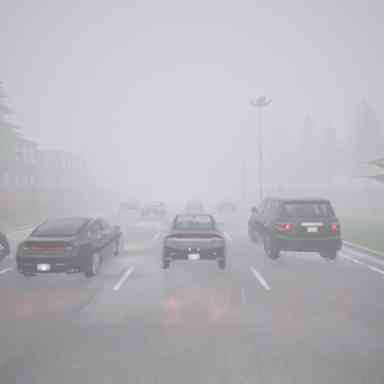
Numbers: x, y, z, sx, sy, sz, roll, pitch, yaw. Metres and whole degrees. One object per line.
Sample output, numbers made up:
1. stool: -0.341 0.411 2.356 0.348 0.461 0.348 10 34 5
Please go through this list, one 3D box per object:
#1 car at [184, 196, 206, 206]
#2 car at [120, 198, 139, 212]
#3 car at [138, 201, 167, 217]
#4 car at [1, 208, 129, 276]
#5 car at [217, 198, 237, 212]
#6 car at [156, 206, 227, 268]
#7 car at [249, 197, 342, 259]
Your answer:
1. car: 0.278 1.443 36.942 1.994 1.385 4.181 0 0 0
2. car: -6.719 1.406 36.548 1.812 1.442 4.674 0 0 0
3. car: -3.257 1.504 29.684 1.895 1.301 4.718 0 0 1
4. car: -3.435 1.473 10.166 1.837 1.490 4.892 0 1 0
5. car: 3.782 1.406 36.552 1.812 1.442 4.674 0 0 0
6. car: 0.069 1.457 11.088 2.128 1.511 4.902 0 0 0
7. car: 3.580 1.182 12.530 2.150 2.045 5.566 0 1 0
